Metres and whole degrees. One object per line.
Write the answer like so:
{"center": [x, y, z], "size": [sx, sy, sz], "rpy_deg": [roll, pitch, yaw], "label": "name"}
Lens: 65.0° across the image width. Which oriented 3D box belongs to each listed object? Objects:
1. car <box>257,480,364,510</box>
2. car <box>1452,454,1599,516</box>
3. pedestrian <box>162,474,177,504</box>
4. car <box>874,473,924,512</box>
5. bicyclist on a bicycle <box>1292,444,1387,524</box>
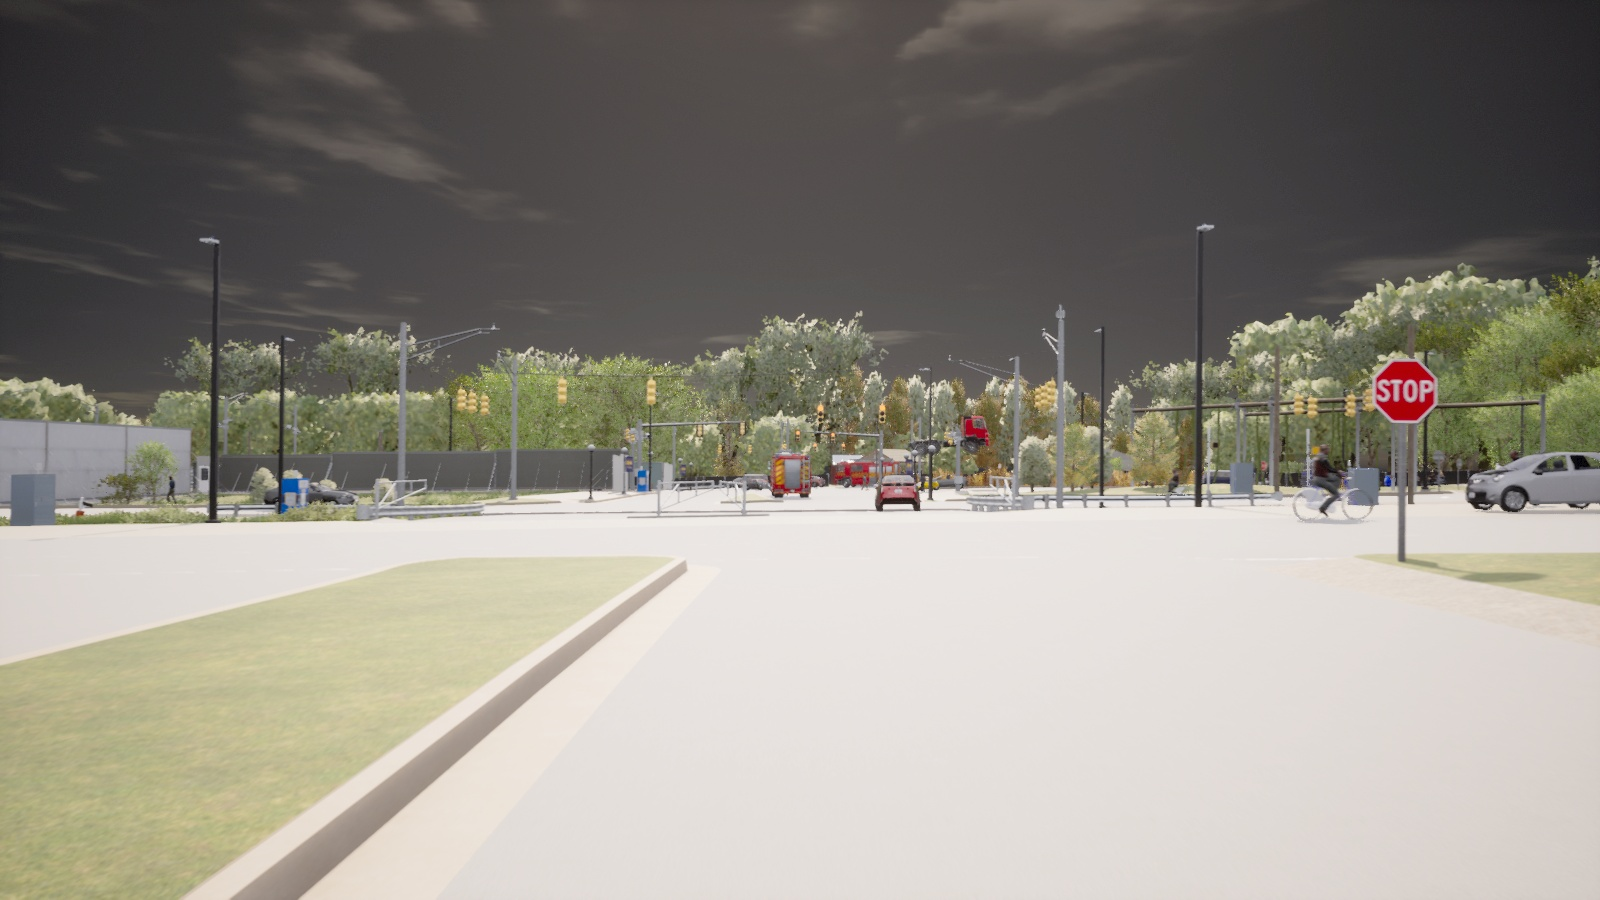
{"center": [-26.225, 2.418, 67.335], "size": [4.902, 1.511, 2.128], "rpy_deg": [0, -1, 1], "label": "car"}
{"center": [19.008, 0.879, 32.154], "size": [3.633, 1.501, 1.845], "rpy_deg": [-1, -1, 1], "label": "car"}
{"center": [-38.700, 2.399, 77.098], "size": [0.726, 1.835, 0.370], "rpy_deg": [1, -1, 0], "label": "pedestrian"}
{"center": [4.135, 1.758, 52.886], "size": [2.007, 1.525, 4.514], "rpy_deg": [-1, -1, 3], "label": "car"}
{"center": [12.304, 0.771, 28.667], "size": [1.843, 1.776, 0.659], "rpy_deg": [-1, 0, -1], "label": "bicyclist on a bicycle"}
